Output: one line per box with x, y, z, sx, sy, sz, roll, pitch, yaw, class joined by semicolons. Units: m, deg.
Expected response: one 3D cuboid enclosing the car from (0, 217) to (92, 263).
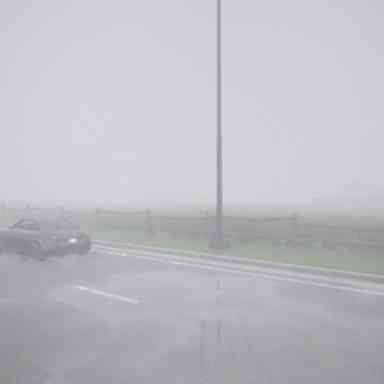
-5.618;1.604;12.281;4.181;1.385;1.994;0;0;35;car
